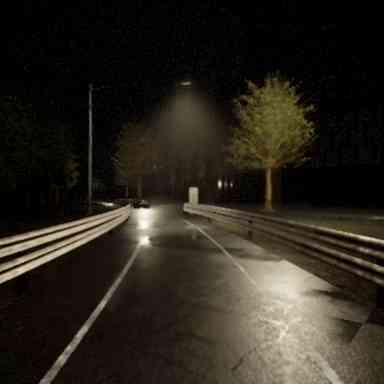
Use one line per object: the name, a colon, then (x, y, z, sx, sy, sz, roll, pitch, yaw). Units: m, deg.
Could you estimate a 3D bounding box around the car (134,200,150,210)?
car: (-7.752, 1.936, 51.253, 2.128, 1.511, 4.902, 0, 0, -19)
